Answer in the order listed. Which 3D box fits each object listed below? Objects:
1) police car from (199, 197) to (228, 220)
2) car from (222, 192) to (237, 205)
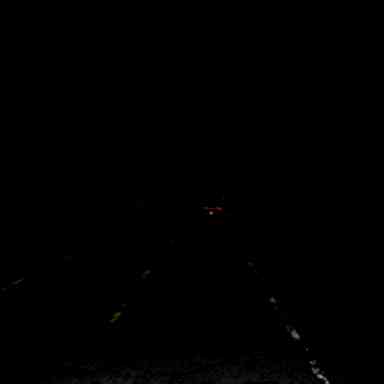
[{"bbox_3d":[1.721,1.444,27.738,2.038,1.542,4.974,0,0,6],"label":"police car"},{"bbox_3d":[6.272,1.086,55.756,2.150,2.045,5.566,0,0,12],"label":"car"}]
